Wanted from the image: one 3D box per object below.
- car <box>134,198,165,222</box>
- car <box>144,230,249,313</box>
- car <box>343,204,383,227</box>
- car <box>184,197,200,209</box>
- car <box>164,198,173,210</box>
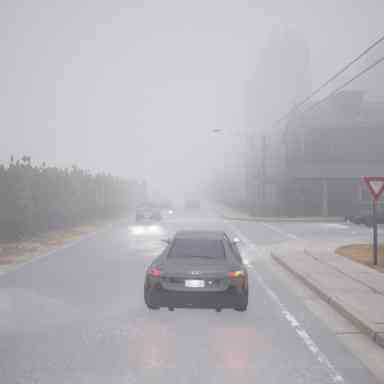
[{"bbox_3d":[-3.364,1.489,25.975,2.128,1.511,4.902,0,0,-5],"label":"car"},{"bbox_3d":[0.197,1.564,7.796,1.994,1.385,4.181,0,0,4],"label":"car"},{"bbox_3d":[12.940,1.521,21.905,5.357,1.411,2.033,0,0,0],"label":"car"},{"bbox_3d":[0.010,1.478,44.342,1.882,1.535,5.008,0,0,-4],"label":"car"},{"bbox_3d":[-3.494,1.479,43.554,1.882,1.535,5.008,0,0,0],"label":"car"}]
